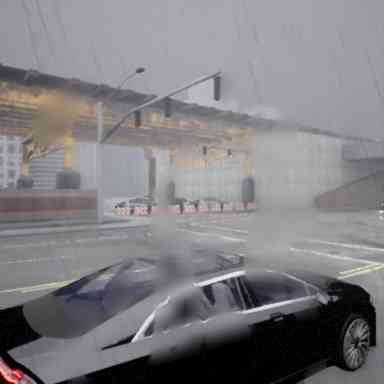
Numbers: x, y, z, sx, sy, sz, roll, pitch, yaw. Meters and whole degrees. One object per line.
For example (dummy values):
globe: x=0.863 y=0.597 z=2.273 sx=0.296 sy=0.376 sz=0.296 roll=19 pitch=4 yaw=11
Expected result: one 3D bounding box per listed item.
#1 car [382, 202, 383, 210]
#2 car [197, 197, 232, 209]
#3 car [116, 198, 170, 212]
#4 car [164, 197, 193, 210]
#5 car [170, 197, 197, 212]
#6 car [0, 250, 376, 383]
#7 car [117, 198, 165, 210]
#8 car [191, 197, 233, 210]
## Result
car: x=24.453 y=1.344 z=39.505 sx=5.008 sy=1.535 sz=1.882 roll=0 pitch=0 yaw=-37
car: x=2.390 y=1.214 z=41.135 sx=4.536 sy=1.218 sz=1.853 roll=0 pitch=0 yaw=-7
car: x=-5.225 y=1.403 z=34.712 sx=4.974 sy=1.542 sz=2.038 roll=0 pitch=0 yaw=8
car: x=-1.459 y=1.231 z=37.439 sx=1.853 sy=1.218 sz=4.536 roll=0 pitch=0 yaw=18
car: x=-1.475 y=1.389 z=37.390 sx=2.038 sy=1.542 sz=4.974 roll=0 pitch=0 yaw=18
car: x=0.327 y=1.484 z=4.009 sx=4.902 sy=1.511 sz=2.128 roll=0 pitch=0 yaw=-35
car: x=-5.277 y=1.246 z=34.718 sx=4.536 sy=1.218 sz=1.853 roll=0 pitch=0 yaw=8
car: x=2.442 y=1.372 z=41.142 sx=4.974 sy=1.542 sz=2.038 roll=0 pitch=0 yaw=-7
